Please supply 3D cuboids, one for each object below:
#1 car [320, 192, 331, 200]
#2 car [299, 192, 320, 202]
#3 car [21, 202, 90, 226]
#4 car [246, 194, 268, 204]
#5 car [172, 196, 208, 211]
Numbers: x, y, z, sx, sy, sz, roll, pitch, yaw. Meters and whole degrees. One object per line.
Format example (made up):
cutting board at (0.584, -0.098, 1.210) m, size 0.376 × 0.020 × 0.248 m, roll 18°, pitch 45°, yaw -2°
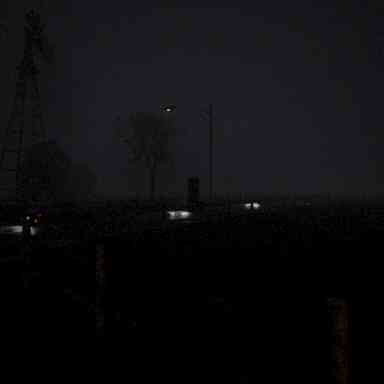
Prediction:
car at (24.757, 0.710, 62.544) m, size 1.994 × 1.385 × 4.181 m, roll 1°, pitch 1°, yaw 36°
car at (18.959, 0.800, 54.360) m, size 1.812 × 1.442 × 4.674 m, roll 1°, pitch 2°, yaw 35°
car at (-8.675, 1.336, 21.446) m, size 1.994 × 1.385 × 4.181 m, roll 1°, pitch 1°, yaw 32°
car at (9.250, 0.920, 47.013) m, size 1.994 × 1.385 × 4.181 m, roll 1°, pitch 2°, yaw 36°
car at (-0.128, 1.093, 33.835) m, size 1.812 × 1.442 × 4.674 m, roll 1°, pitch 1°, yaw 35°
